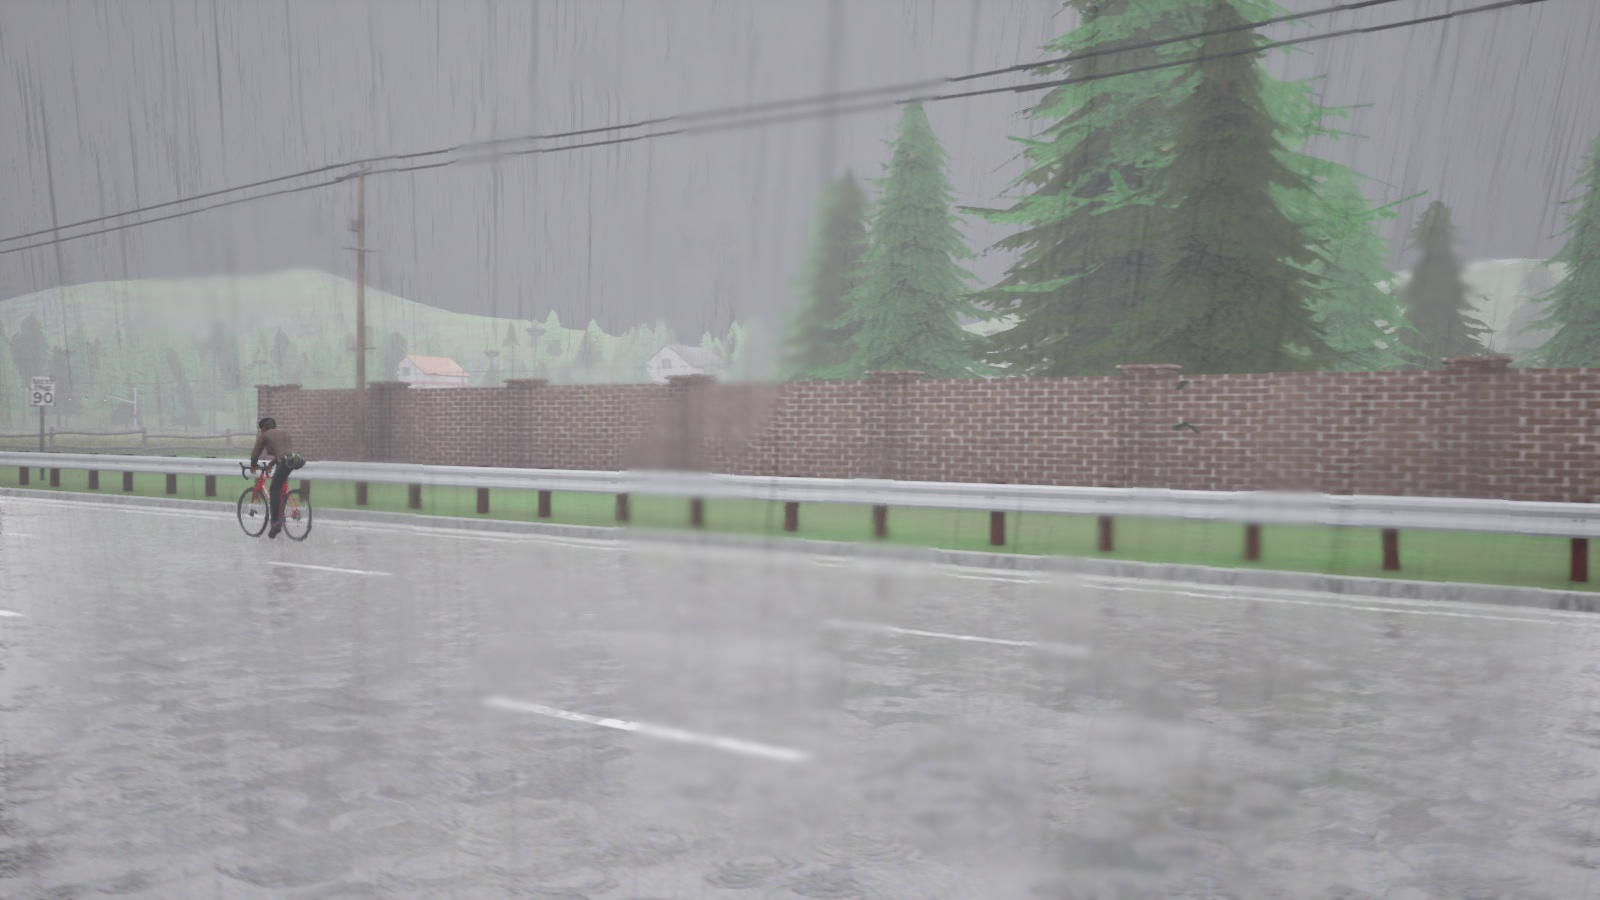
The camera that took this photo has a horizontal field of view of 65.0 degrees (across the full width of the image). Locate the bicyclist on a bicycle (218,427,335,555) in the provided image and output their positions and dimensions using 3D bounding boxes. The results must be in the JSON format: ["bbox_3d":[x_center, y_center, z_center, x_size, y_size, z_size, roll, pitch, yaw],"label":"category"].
[{"bbox_3d":[-6.953,0.520,16.644,1.656,1.620,0.582,0,1,34],"label":"bicyclist on a bicycle"}]
